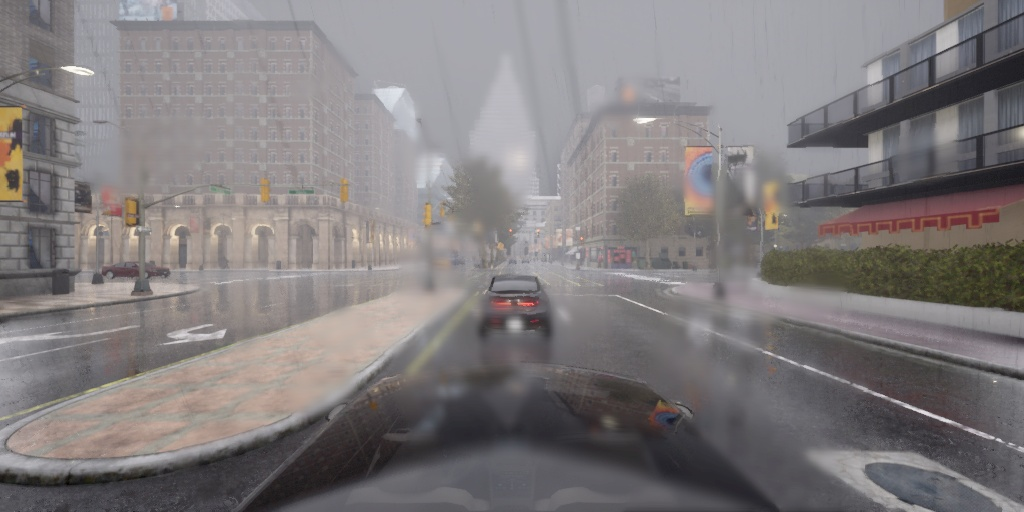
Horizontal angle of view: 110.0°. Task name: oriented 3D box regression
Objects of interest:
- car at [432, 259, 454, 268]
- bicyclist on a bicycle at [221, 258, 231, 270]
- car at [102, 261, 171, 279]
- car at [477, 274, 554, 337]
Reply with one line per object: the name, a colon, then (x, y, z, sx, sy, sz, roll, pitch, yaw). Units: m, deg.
car: (-11.450, 1.227, 59.578, 1.882, 1.535, 5.008, 0, 0, 0)
bicyclist on a bicycle: (-37.204, 1.050, 46.660, 0.582, 1.620, 1.656, 0, 0, 0)
car: (-33.654, 1.227, 32.203, 5.008, 1.535, 1.882, 0, 0, 0)
car: (0.095, 1.255, 10.248, 1.837, 1.490, 4.892, 0, 0, 0)
